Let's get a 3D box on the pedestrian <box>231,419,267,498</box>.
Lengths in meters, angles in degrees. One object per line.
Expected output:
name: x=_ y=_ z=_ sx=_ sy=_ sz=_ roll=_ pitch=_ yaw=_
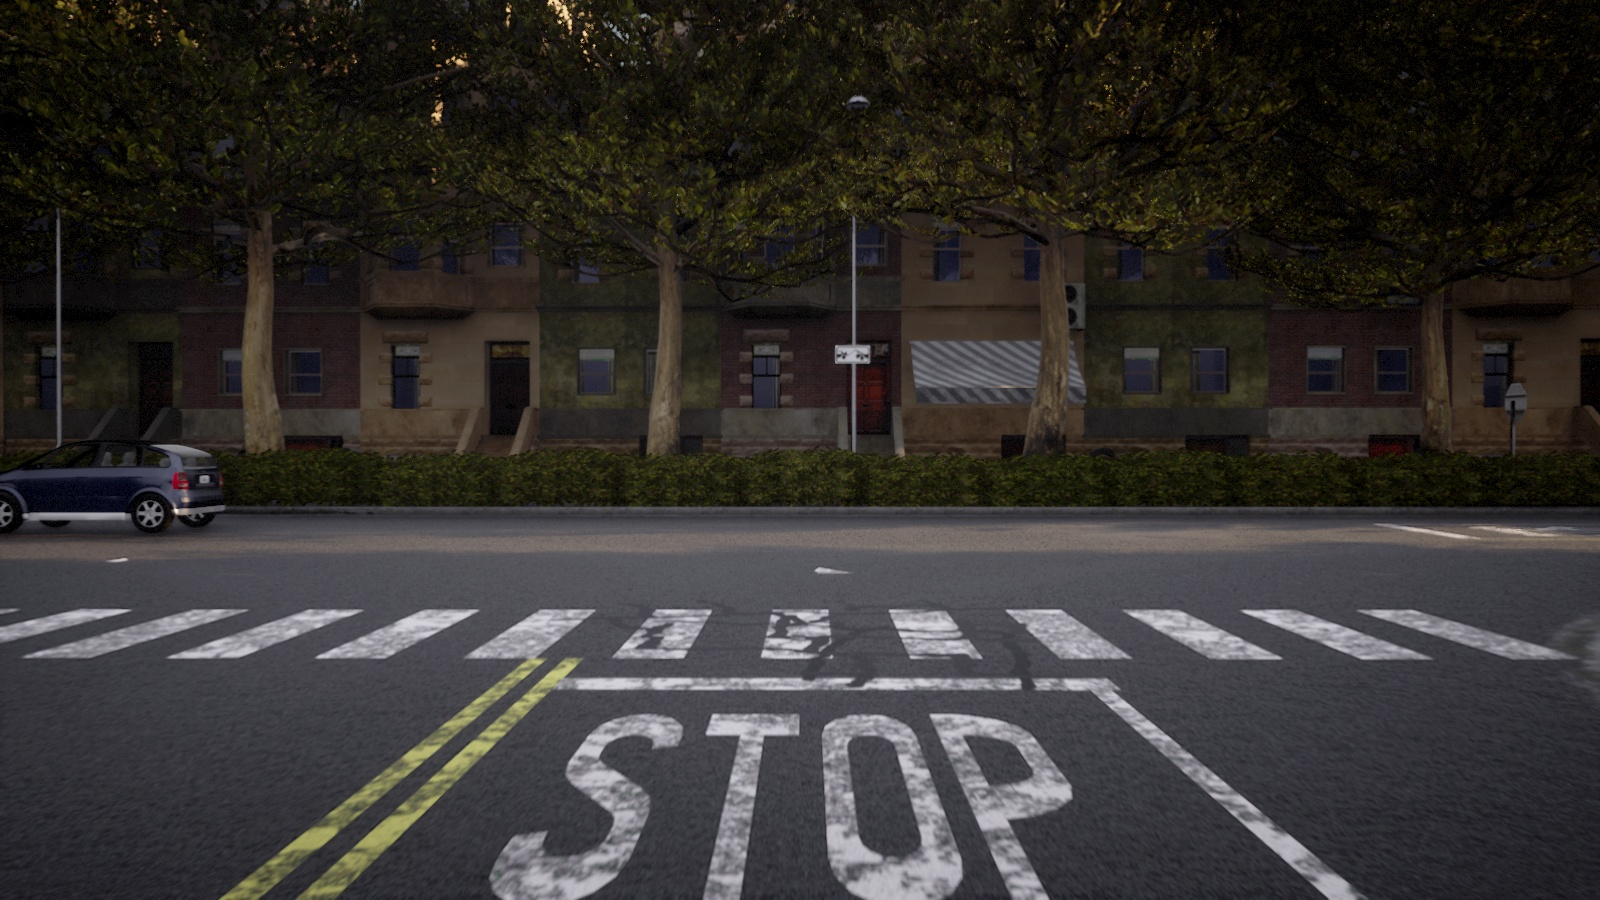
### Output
pedestrian: x=-13.472 y=0.206 z=30.716 sx=0.692 sy=1.930 sz=0.396 roll=0 pitch=0 yaw=13

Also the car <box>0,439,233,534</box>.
car: x=-11.898 y=0.586 z=21.358 sx=3.705 sy=1.549 sz=1.789 roll=0 pitch=0 yaw=1
